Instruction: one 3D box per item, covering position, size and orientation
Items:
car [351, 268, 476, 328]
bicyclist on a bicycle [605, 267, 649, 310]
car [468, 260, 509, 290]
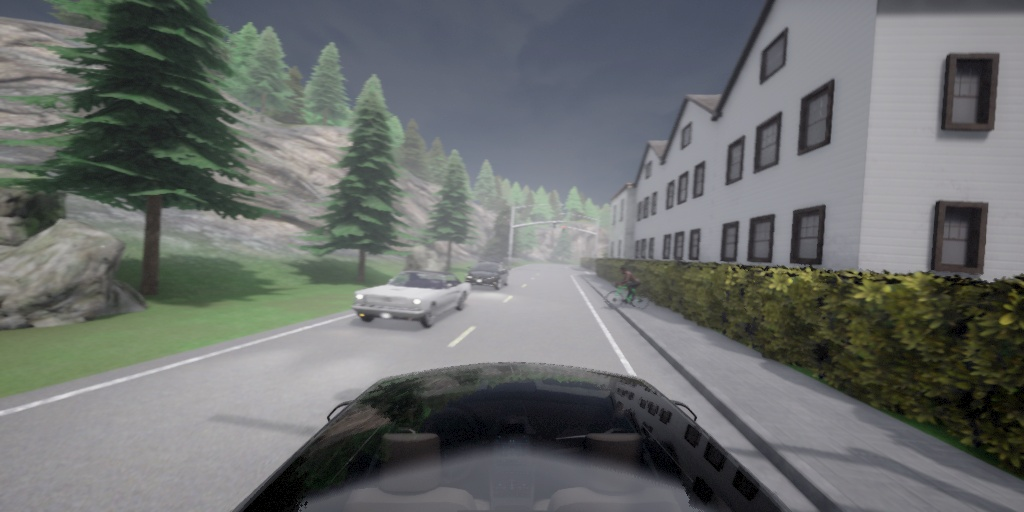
[{"bbox_3d":[-2.674,1.107,10.646,1.895,1.301,4.718,4,0,8],"label":"car"},{"bbox_3d":[4.468,1.254,13.883,1.656,1.620,0.582,2,0,8],"label":"bicyclist on a bicycle"},{"bbox_3d":[-1.327,1.018,20.638,1.837,1.490,4.892,4,0,8],"label":"car"}]
